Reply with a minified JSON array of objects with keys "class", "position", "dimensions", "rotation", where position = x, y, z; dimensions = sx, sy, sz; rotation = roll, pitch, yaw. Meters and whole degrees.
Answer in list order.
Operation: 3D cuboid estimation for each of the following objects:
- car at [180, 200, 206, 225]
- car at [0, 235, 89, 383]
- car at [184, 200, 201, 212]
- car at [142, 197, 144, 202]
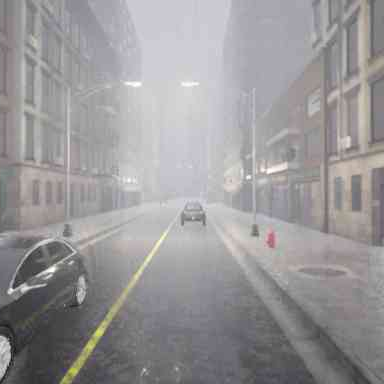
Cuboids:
[{"class":"car","position":[0.094,1.651,25.767],"dimensions":[2.128,1.511,4.902],"rotation":[0,0,0]},{"class":"car","position":[-3.103,1.535,5.256],"dimensions":[1.837,1.490,4.892],"rotation":[0,0,0]},{"class":"car","position":[0.087,1.792,43.779],"dimensions":[2.163,1.488,4.792],"rotation":[0,0,0]},{"class":"car","position":[-14.913,1.939,85.242],"dimensions":[5.009,1.841,2.192],"rotation":[0,-1,0]}]
